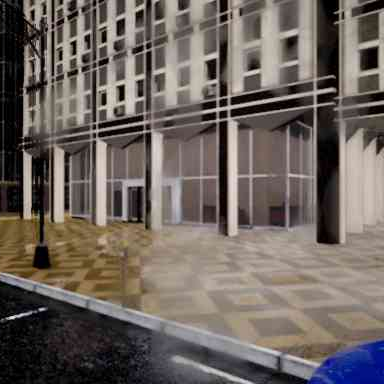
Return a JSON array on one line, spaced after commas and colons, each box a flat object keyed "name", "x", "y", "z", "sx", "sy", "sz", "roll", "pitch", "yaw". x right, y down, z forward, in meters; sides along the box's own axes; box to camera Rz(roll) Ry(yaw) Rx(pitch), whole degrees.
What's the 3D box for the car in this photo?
[{"name": "car", "x": 2.971, "y": 1.473, "z": 1.239, "sx": 5.008, "sy": 1.535, "sz": 1.882, "roll": -1, "pitch": -1, "yaw": 37}]
